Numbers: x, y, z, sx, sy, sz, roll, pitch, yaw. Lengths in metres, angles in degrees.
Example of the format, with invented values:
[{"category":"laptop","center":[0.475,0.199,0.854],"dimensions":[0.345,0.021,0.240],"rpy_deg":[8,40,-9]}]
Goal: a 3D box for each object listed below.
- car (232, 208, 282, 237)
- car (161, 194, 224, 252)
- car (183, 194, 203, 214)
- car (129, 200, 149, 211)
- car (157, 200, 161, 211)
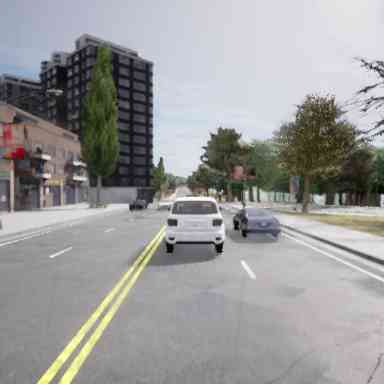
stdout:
[{"category":"car","center":[3.354,1.552,18.037],"dimensions":[2.033,1.411,5.357],"rpy_deg":[0,0,0]},{"category":"car","center":[0.103,1.223,14.089],"dimensions":[2.150,2.045,5.566],"rpy_deg":[0,0,0]},{"category":"car","center":[0.107,1.275,37.563],"dimensions":[2.150,2.045,5.566],"rpy_deg":[0,0,0]},{"category":"car","center":[-6.581,1.674,41.395],"dimensions":[1.895,1.301,4.718],"rpy_deg":[0,0,0]},{"category":"car","center":[-3.323,1.604,42.291],"dimensions":[1.812,1.442,4.674],"rpy_deg":[0,0,0]}]
